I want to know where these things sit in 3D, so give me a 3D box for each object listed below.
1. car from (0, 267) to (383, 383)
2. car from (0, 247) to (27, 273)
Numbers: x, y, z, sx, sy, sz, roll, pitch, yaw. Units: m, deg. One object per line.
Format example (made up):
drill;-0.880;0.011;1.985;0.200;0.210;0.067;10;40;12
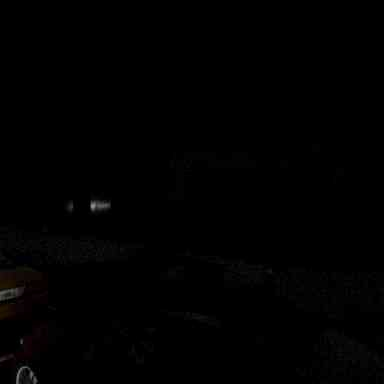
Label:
car;0.011;1.581;3.070;4.206;1.307;1.802;0;1;36
car;-4.670;1.523;6.419;4.829;1.417;1.752;0;1;36
